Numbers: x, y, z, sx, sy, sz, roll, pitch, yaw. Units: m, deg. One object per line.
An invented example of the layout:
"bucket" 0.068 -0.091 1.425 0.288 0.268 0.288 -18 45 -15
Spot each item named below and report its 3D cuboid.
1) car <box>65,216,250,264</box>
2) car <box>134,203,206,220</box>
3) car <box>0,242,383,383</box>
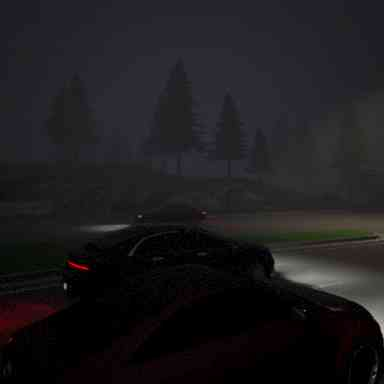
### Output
"car" -0.297 1.476 7.449 4.892 1.490 1.837 0 0 -32
"car" -1.389 1.444 21.370 4.674 1.442 1.812 0 0 -16
"car" 0.241 1.548 3.689 4.181 1.385 1.994 0 0 -32
